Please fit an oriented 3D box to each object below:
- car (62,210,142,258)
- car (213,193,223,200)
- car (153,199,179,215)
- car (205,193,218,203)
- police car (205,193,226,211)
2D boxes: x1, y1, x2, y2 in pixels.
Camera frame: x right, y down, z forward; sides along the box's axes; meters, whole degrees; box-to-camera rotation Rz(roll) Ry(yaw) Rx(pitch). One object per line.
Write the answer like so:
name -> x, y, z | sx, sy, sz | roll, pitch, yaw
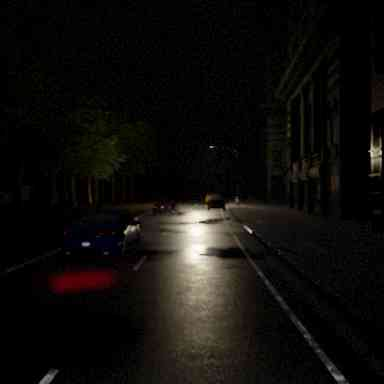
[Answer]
car -> -3.175, 1.426, 12.621 | 1.882, 1.535, 5.008 | 0, 0, 1
car -> 5.818, 0.905, 74.645 | 1.882, 1.535, 5.008 | 0, 0, 9
car -> -2.335, 1.333, 30.800 | 2.033, 1.411, 5.357 | 0, 1, 4
car -> 3.313, 1.012, 56.037 | 1.882, 1.535, 5.008 | 0, 0, 7
police car -> 2.711, 1.126, 36.813 | 1.930, 1.638, 5.238 | 0, 1, 4
